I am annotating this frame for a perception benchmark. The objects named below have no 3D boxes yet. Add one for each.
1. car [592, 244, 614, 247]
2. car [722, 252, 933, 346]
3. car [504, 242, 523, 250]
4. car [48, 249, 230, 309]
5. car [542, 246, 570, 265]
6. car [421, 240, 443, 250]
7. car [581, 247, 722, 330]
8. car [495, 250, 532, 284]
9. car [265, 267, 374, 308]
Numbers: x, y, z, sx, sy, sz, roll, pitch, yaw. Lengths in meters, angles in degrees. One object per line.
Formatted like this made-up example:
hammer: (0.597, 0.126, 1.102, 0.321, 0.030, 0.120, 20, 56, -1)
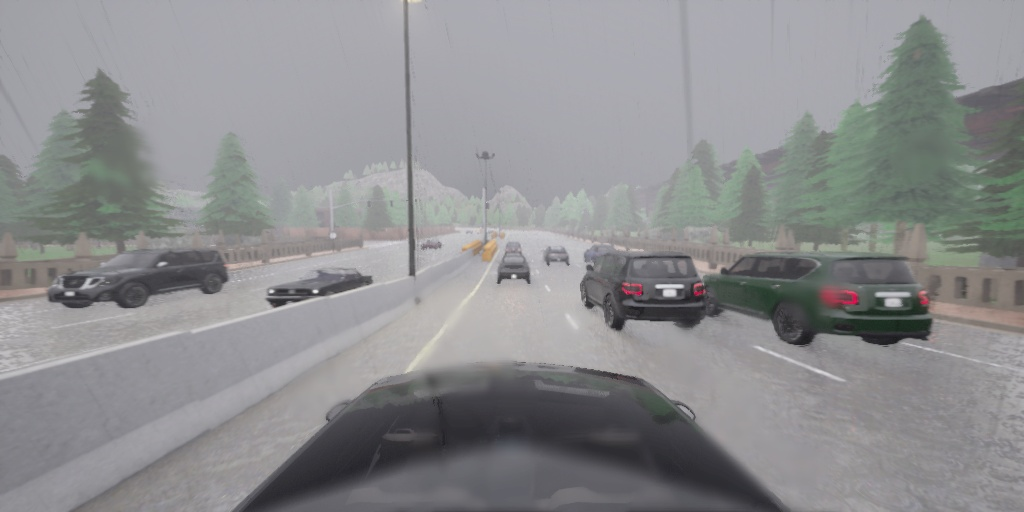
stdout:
car: (7.120, -0.148, 28.772, 2.097, 1.767, 4.553, 0, 5, 0)
car: (7.103, 0.897, 9.364, 2.150, 2.045, 5.566, 0, 1, 0)
car: (0.163, -0.820, 38.435, 2.033, 1.411, 5.357, 0, 5, 0)
car: (-14.094, 0.751, 14.179, 2.150, 2.045, 5.566, 0, 2, 0)
car: (3.624, -0.123, 30.066, 2.128, 1.511, 4.902, 0, 5, 0)
car: (-10.390, -1.434, 46.630, 1.895, 1.301, 4.718, 0, 5, 0)
car: (3.604, 0.857, 10.876, 2.150, 2.045, 5.566, 0, 2, 0)
car: (0.107, 0.652, 20.885, 1.837, 1.490, 4.892, 0, 4, 0)
car: (-7.094, 1.137, 13.773, 1.895, 1.301, 4.718, 0, 2, 0)
